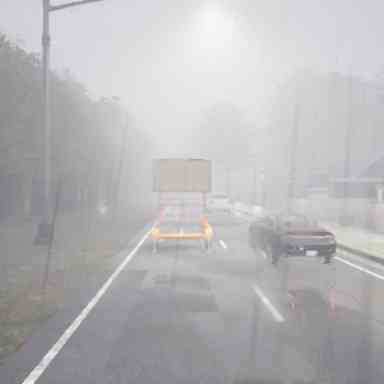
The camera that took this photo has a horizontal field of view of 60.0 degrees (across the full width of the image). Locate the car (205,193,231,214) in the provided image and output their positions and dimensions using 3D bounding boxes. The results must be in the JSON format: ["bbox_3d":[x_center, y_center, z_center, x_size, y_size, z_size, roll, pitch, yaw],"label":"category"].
[{"bbox_3d":[2.614,1.112,34.238,2.150,2.045,5.566,0,0,-2],"label":"car"}]

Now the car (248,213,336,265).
[{"bbox_3d":[3.242,1.466,11.619,2.128,1.511,4.902,0,0,-2],"label":"car"}]

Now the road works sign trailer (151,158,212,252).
[{"bbox_3d":[-0.407,0.413,13.664,2.380,3.560,2.880,0,0,-2],"label":"road works sign trailer"}]
